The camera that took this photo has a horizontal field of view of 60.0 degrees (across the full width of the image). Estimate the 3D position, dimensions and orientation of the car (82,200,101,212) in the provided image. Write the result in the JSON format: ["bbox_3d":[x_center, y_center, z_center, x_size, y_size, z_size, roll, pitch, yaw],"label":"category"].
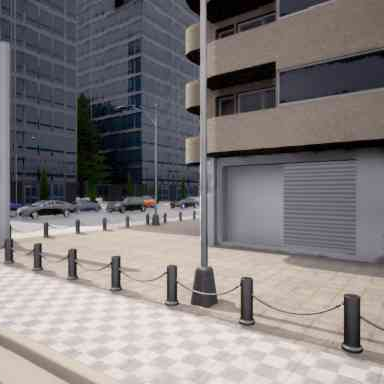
[{"bbox_3d":[-11.722,1.508,35.292,1.994,1.385,4.181,0,0,36],"label":"car"}]

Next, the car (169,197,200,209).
[{"bbox_3d":[-0.977,1.449,44.198,1.837,1.490,4.892,0,0,36],"label":"car"}]

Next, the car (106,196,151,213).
[{"bbox_3d":[-7.047,1.296,35.798,2.097,1.767,4.553,0,0,36],"label":"car"}]

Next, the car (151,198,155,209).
[{"bbox_3d":[-6.772,1.297,42.156,2.097,1.767,4.553,0,0,36],"label":"car"}]

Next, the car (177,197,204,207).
[{"bbox_3d":[-0.126,1.470,51.325,1.812,1.442,4.674,0,0,36],"label":"car"}]

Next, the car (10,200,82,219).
[{"bbox_3d":[-12.387,1.435,28.395,2.128,1.511,4.902,0,0,36],"label":"car"}]
